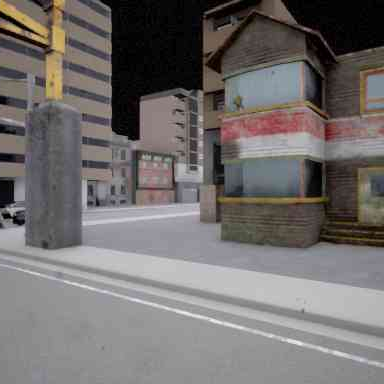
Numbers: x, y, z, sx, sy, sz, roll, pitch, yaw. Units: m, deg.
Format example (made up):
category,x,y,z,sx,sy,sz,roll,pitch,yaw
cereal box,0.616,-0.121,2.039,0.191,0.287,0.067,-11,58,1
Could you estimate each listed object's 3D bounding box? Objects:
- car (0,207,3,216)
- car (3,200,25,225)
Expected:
category,x,y,z,sx,sy,sz,roll,pitch,yaw
car,-13.222,1.233,25.685,4.536,1.218,1.853,0,0,-30
car,-10.065,1.397,22.985,2.038,1.542,4.974,0,0,15
